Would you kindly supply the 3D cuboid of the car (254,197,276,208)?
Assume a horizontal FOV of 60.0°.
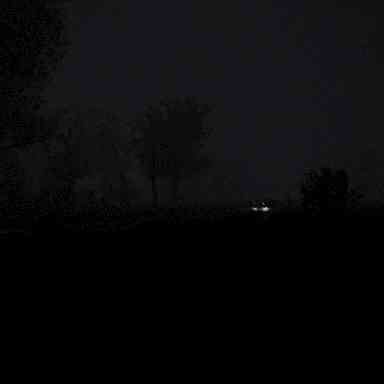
[{"bbox_3d":[10.966,1.527,49.736,1.837,1.490,4.892,-2,-1,35],"label":"car"}]
